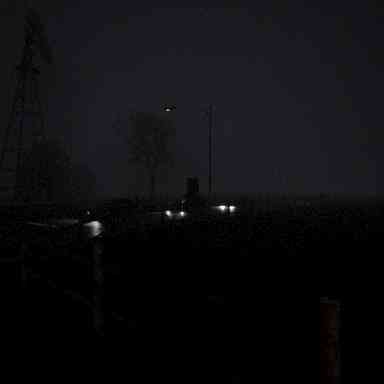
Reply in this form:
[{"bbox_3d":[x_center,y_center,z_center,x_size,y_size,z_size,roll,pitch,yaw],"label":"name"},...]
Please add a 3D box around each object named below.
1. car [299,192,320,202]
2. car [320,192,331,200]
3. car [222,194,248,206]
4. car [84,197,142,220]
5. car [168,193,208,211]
[{"bbox_3d":[18.912,0.801,54.392,1.812,1.442,4.674,1,2,35],"label":"car"},{"bbox_3d":[24.709,0.710,62.576,1.994,1.385,4.181,1,1,36],"label":"car"},{"bbox_3d":[5.425,1.005,41.760,1.994,1.385,4.181,1,2,35],"label":"car"},{"bbox_3d":[-5.992,1.206,25.663,1.837,1.490,4.892,1,2,35],"label":"car"},{"bbox_3d":[-0.349,0.925,33.614,2.097,1.767,4.553,1,2,35],"label":"car"}]
